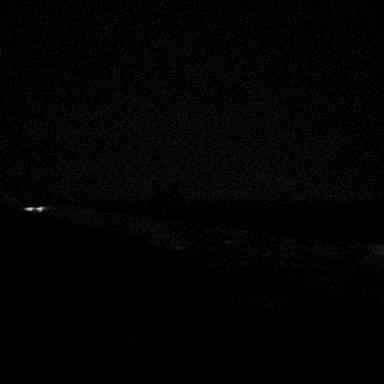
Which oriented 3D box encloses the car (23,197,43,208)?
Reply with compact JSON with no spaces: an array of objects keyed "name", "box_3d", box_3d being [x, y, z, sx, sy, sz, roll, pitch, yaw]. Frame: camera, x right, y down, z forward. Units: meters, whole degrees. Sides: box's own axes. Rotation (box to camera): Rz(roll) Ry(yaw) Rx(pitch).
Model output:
[{"name":"car","box_3d":[-22.617,1.406,47.166,2.033,1.411,5.357,-1,1,-35]}]
